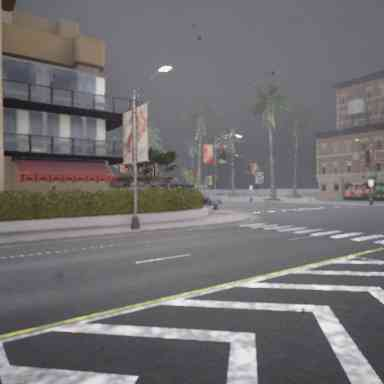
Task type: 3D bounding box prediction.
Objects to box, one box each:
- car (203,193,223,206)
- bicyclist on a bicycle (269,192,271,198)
[{"bbox_3d":[2.302,0.987,47.094,2.097,1.767,4.553,-1,1,-35],"label":"car"},{"bbox_3d":[13.489,0.756,56.349,1.656,1.620,0.582,-1,1,-35],"label":"bicyclist on a bicycle"}]
